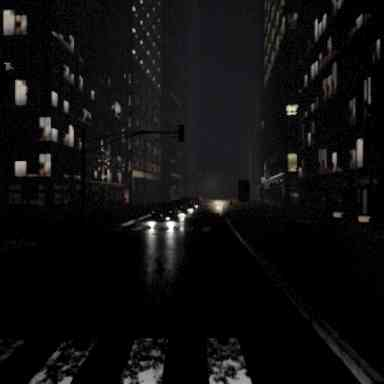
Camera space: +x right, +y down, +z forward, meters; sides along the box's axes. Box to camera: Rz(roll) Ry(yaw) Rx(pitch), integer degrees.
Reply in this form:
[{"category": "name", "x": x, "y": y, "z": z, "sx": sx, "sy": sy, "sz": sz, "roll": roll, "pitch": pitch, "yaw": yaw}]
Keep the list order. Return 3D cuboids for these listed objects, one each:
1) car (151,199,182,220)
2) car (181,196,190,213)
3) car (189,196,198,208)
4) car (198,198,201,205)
[{"category": "car", "x": -2.214, "y": 1.535, "z": 28.054, "sx": 1.812, "sy": 1.442, "sz": 4.674, "roll": 0, "pitch": 0, "yaw": 4}, {"category": "car", "x": -1.596, "y": 1.533, "z": 37.035, "sx": 1.812, "sy": 1.442, "sz": 4.674, "roll": 0, "pitch": 0, "yaw": 4}, {"category": "car", "x": -0.741, "y": 1.353, "z": 46.872, "sx": 2.097, "sy": 1.767, "sz": 4.553, "roll": 0, "pitch": 0, "yaw": 6}, {"category": "car", "x": 0.418, "y": 1.538, "z": 57.366, "sx": 2.033, "sy": 1.411, "sz": 5.357, "roll": 0, "pitch": 0, "yaw": 7}]
